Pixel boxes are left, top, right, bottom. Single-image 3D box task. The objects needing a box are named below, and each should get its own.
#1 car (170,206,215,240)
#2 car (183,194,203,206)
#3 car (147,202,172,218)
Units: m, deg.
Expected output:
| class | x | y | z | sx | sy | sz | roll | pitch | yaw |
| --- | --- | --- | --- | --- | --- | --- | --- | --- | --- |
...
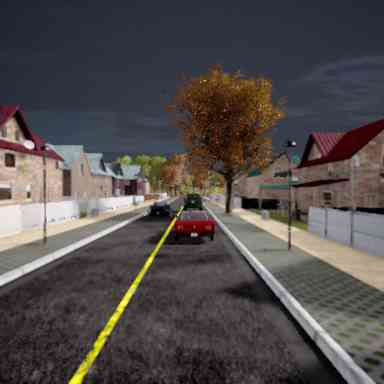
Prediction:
| class | x | y | z | sx | sy | sz | roll | pitch | yaw |
| --- | --- | --- | --- | --- | --- | --- | --- | --- | --- |
| car | 0.103 | 1.593 | 16.868 | 1.895 | 1.301 | 4.718 | 0 | 0 | 0 |
| car | 0.105 | 1.200 | 38.773 | 2.150 | 2.045 | 5.566 | 0 | 0 | 0 |
| car | -2.831 | 1.549 | 29.611 | 1.994 | 1.385 | 4.181 | 0 | 0 | 0 |
